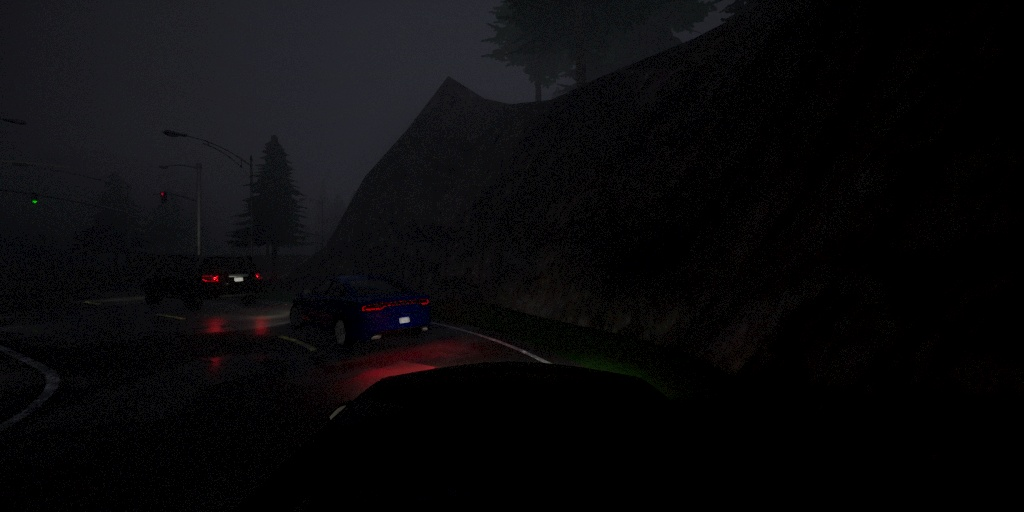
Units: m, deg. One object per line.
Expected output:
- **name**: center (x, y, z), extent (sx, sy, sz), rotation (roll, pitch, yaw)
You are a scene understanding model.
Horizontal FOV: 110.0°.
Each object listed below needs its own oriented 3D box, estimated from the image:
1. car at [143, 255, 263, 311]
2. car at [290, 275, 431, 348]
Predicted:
- **car**: center (-12.623, 0.971, 14.644), extent (5.566, 2.045, 2.150), rotation (0, 0, 27)
- **car**: center (-4.114, 1.228, 9.401), extent (5.008, 1.535, 1.882), rotation (0, 0, 43)
